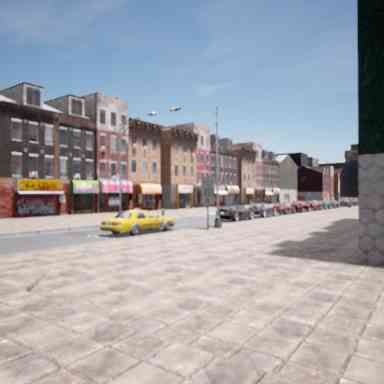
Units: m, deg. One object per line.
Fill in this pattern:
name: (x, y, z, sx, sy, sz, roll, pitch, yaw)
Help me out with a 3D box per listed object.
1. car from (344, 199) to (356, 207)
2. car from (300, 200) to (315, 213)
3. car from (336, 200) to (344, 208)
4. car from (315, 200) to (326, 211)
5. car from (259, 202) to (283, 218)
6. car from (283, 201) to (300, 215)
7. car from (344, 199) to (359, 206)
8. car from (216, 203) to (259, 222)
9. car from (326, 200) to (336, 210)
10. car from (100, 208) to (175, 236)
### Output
car: (29.776, 2.141, 64.330, 2.008, 1.369, 4.403, -1, -1, 36)
car: (13.399, 1.828, 41.460, 1.887, 1.381, 4.507, -1, -1, 36)
car: (23.225, 2.007, 55.182, 2.008, 1.369, 4.403, -1, -1, 36)
car: (16.673, 1.778, 46.036, 1.967, 1.590, 4.097, -1, -1, 36)
car: (6.849, 1.737, 32.312, 2.008, 1.369, 4.403, -1, -1, 36)
car: (10.124, 1.815, 36.886, 1.802, 1.307, 4.206, -1, -1, 36)
car: (33.050, 2.206, 68.903, 1.887, 1.381, 4.507, -1, -2, 36)
car: (3.574, 1.709, 27.738, 1.947, 1.339, 4.313, -1, -1, 36)
car: (19.950, 1.946, 50.608, 2.008, 1.369, 4.403, -1, -1, 36)
car: (-2.878, 1.592, 18.729, 1.752, 1.417, 4.829, -1, -1, 36)
